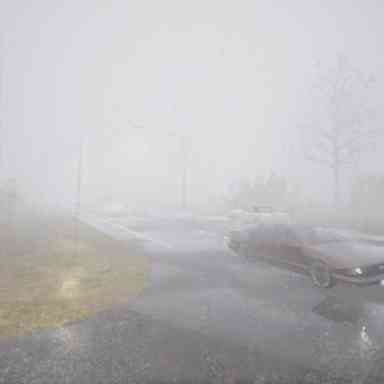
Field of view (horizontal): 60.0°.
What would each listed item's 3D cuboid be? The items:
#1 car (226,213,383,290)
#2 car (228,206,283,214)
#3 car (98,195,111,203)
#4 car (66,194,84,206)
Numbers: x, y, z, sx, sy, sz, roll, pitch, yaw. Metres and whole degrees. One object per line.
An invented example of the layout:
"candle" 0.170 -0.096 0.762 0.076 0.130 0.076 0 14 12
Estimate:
"car" 3.057 1.580 9.658 2.033 1.411 5.357 0 0 -26
"car" 4.386 1.625 22.810 1.895 1.301 4.718 0 0 -26
"car" -17.889 1.391 67.952 1.882 1.535 5.008 0 0 -26
"car" -19.146 1.464 54.883 1.812 1.442 4.674 0 0 -25
